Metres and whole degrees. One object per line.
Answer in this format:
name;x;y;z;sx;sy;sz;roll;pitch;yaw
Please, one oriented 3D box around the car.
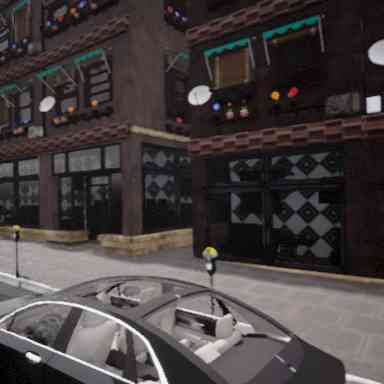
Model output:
car;-0.809;1.544;3.321;4.403;1.369;2.008;0;-1;36
